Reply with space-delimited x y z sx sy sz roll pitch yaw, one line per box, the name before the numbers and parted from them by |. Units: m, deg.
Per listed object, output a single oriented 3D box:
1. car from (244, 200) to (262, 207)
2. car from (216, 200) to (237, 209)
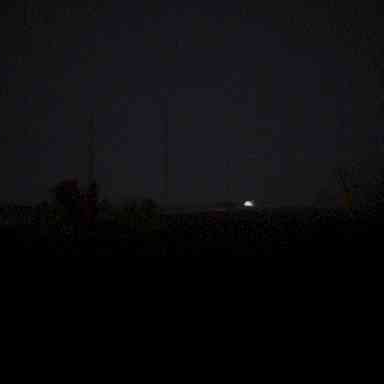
car | 11.721 2.217 64.113 1.812 1.442 4.674 -1 -1 36
car | 5.896 2.072 55.939 2.128 1.511 4.902 -1 -1 36
